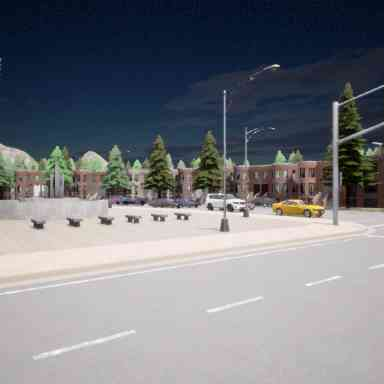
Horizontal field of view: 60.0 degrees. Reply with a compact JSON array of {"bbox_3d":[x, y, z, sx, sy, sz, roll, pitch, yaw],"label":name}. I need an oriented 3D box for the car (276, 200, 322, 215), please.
[{"bbox_3d":[11.115,1.564,34.865,1.994,1.385,4.181,0,0,-37],"label":"car"}]

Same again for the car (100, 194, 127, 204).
[{"bbox_3d":[-14.811,1.351,62.669,4.553,1.767,2.097,0,0,16],"label":"car"}]

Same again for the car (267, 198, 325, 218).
[{"bbox_3d":[9.796,1.478,30.793,1.882,1.535,5.008,0,0,-37],"label":"car"}]

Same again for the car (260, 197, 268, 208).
[{"bbox_3d":[9.891,1.505,47.965,1.837,1.490,4.892,1,0,-42],"label":"car"}]

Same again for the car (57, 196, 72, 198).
[{"bbox_3d":[-23.756,1.505,60.729,4.892,1.490,1.837,0,0,5],"label":"car"}]

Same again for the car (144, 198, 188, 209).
[{"bbox_3d":[-3.618,1.547,45.888,5.357,1.411,2.033,0,0,36],"label":"car"}]

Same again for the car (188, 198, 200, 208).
[{"bbox_3d":[-1.200,1.547,48.426,5.357,1.411,2.033,0,0,37],"label":"car"}]

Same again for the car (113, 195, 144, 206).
[{"bbox_3d":[-9.769,1.601,53.511,4.718,1.301,1.895,0,0,24],"label":"car"}]

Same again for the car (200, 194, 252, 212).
[{"bbox_3d":[3.873,1.221,38.662,2.150,2.045,5.566,0,0,-39],"label":"car"}]

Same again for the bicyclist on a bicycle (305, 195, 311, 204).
[{"bbox_3d":[16.230,1.303,46.629,1.656,1.620,0.582,0,0,-37],"label":"bicyclist on a bicycle"}]

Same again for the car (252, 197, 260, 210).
[{"bbox_3d":[5.733,1.526,41.755,1.812,1.442,4.674,0,0,-41],"label":"car"}]

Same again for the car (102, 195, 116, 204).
[{"bbox_3d":[-14.020,1.564,58.857,4.181,1.385,1.994,0,0,18],"label":"car"}]
